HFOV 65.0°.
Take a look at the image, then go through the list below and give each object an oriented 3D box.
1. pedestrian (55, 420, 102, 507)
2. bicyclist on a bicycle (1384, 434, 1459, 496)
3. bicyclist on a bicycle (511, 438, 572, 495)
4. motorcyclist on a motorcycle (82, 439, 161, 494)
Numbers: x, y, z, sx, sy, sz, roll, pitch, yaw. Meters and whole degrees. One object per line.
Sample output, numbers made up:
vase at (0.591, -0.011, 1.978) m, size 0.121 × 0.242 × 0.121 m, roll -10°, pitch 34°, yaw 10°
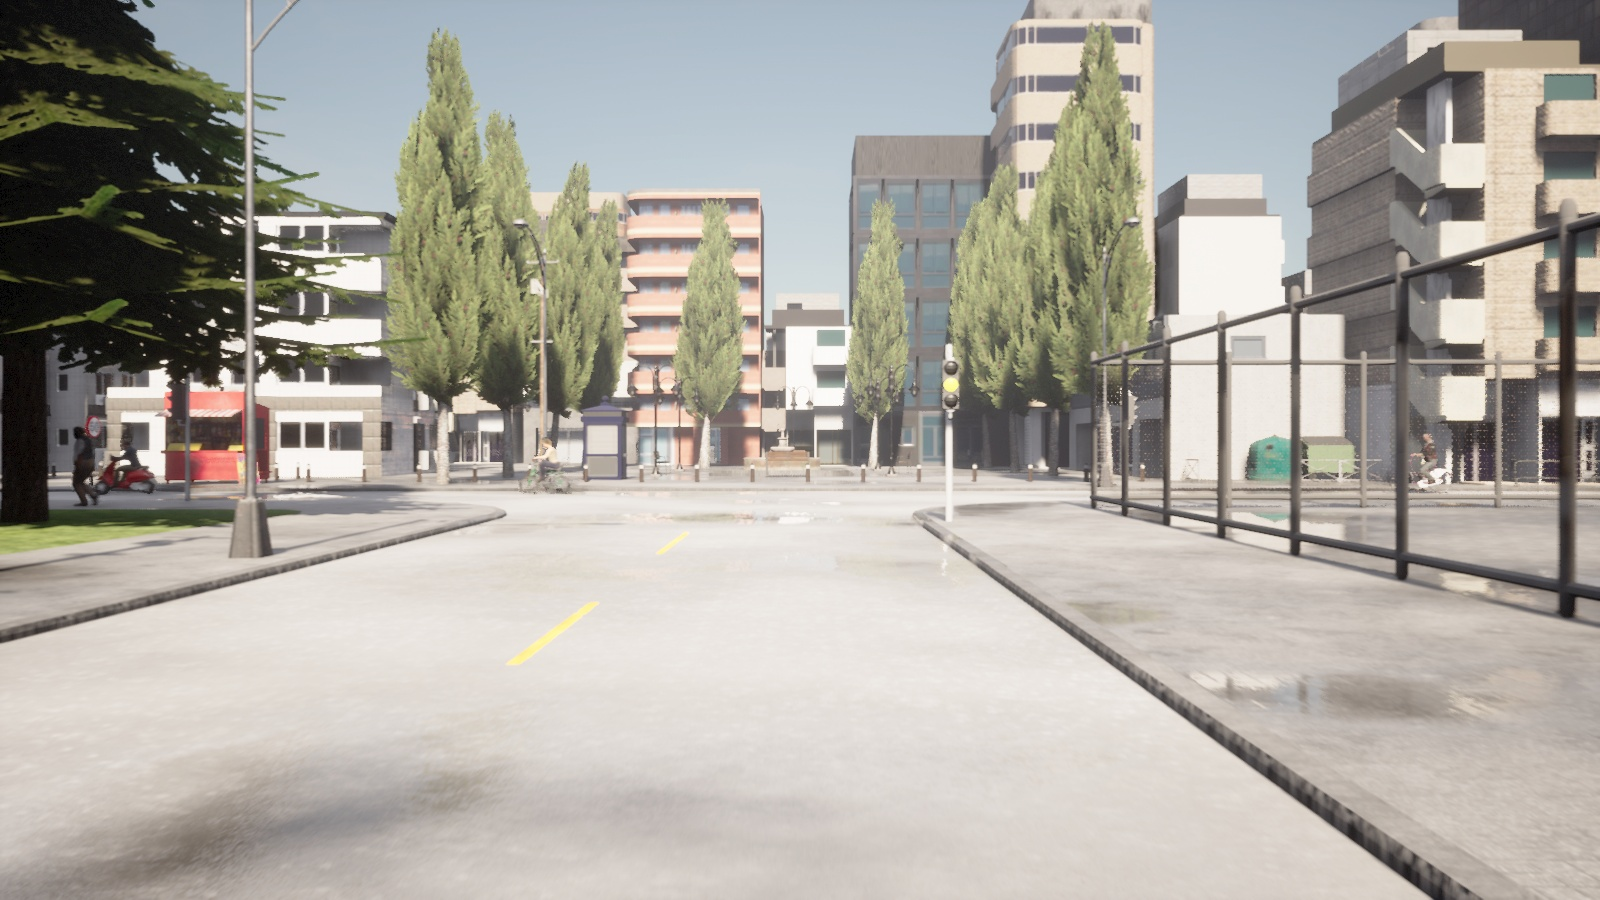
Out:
pedestrian at (-15.622, 0.290, 27.200) m, size 0.694 × 1.848 × 0.540 m, roll 0°, pitch 0°, yaw -2°
bicyclist on a bicycle at (18.026, 0.426, 36.452) m, size 1.843 × 1.776 × 0.659 m, roll 0°, pitch 0°, yaw 0°
bicyclist on a bicycle at (-7.464, 0.473, 36.310) m, size 1.509 × 1.612 × 0.866 m, roll 0°, pitch 1°, yaw 6°
motorcyclist on a motorcycle at (-19.773, 0.478, 36.618) m, size 1.817 × 1.590 × 0.866 m, roll 0°, pitch 0°, yaw 0°
